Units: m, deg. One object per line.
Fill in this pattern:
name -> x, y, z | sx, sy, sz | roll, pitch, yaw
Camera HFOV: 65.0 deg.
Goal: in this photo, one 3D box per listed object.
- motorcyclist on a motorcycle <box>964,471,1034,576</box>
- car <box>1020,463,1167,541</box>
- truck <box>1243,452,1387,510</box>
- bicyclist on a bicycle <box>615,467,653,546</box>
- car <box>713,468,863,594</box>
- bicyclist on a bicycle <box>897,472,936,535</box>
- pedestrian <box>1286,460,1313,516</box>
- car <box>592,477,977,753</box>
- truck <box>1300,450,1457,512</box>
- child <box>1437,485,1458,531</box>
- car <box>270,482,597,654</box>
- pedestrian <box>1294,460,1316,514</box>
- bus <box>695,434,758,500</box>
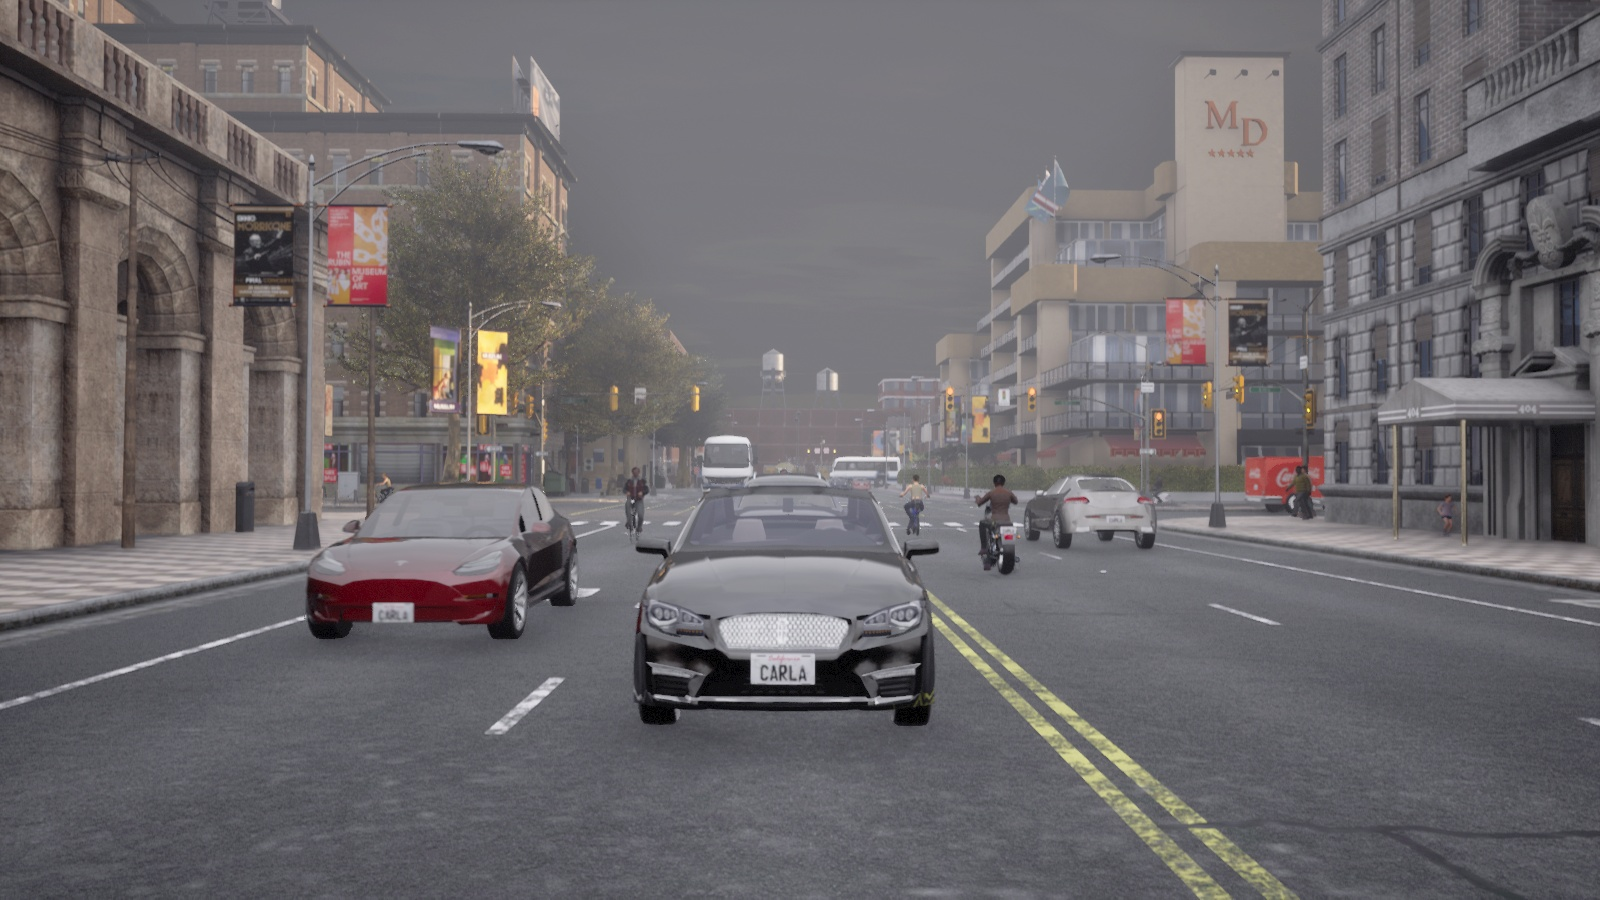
motorcyclist on a motorcycle -> 3.298, 1.180, 20.977 | 0.766, 1.649, 2.350 | 0, -1, 0
car -> 6.662, 1.159, 29.144 | 2.152, 1.651, 5.027 | 0, -1, -1
truck -> 22.487, 1.343, 54.974 | 5.204, 2.467, 2.627 | 0, -1, -1
bicyclist on a bicycle -> -3.839, 1.294, 29.153 | 0.659, 1.776, 1.843 | 0, -1, -1
car -> -0.194, 1.142, 19.577 | 2.033, 1.649, 4.856 | 0, 0, -1
bicyclist on a bicycle -> 3.077, 1.418, 33.392 | 0.866, 1.612, 1.509 | 0, -2, -1
pedestrian -> 16.627, 1.252, 41.835 | 0.709, 1.840, 0.431 | 0, -1, -17
car -> -0.079, 0.967, 9.412 | 2.128, 1.511, 4.902 | 0, -1, 0
truck -> 23.630, 1.273, 51.495 | 5.204, 2.467, 2.627 | 0, -1, 0
child -> 15.794, 1.410, 30.636 | 0.255, 1.110, 0.394 | 0, -1, -7
car -> -3.639, 1.108, 13.546 | 2.163, 1.488, 4.792 | 0, -1, 0
pedestrian -> 17.197, 1.269, 42.788 | 0.594, 1.836, 0.345 | 0, -1, 2
bus -> -4.930, 1.214, 86.962 | 3.944, 4.253, 10.273 | 0, -1, -1
